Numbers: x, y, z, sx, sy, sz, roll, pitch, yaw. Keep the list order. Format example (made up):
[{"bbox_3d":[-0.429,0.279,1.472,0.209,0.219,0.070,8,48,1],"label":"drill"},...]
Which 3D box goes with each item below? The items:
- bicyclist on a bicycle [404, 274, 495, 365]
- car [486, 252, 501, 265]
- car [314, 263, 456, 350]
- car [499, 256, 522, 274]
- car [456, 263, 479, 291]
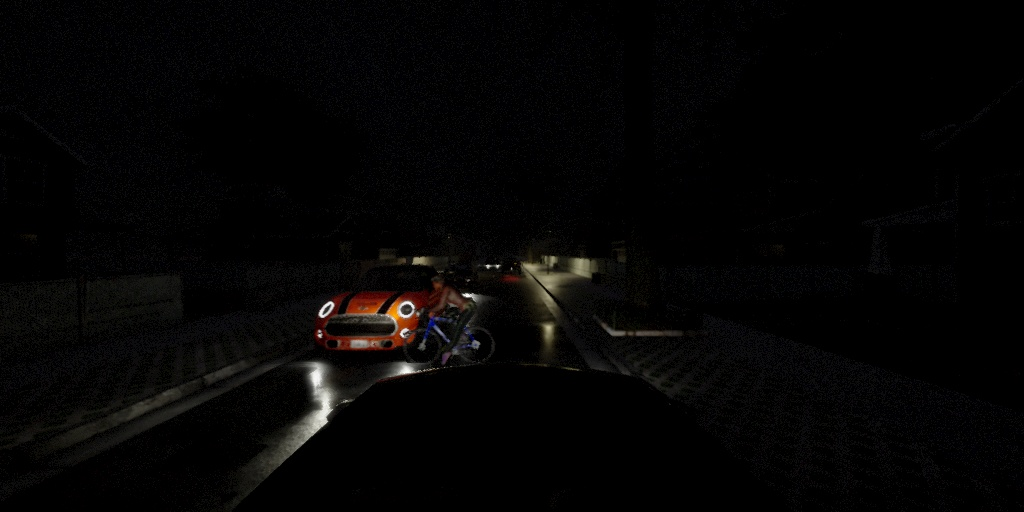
[{"bbox_3d":[-1.140,1.153,6.432,1.656,1.620,0.582,-2,1,0],"label":"bicyclist on a bicycle"},{"bbox_3d":[-3.124,0.404,60.497,2.150,2.045,5.566,0,1,0],"label":"car"},{"bbox_3d":[-2.880,1.032,8.952,2.097,1.767,4.553,0,1,0],"label":"car"},{"bbox_3d":[-0.072,0.929,35.170,1.837,1.490,4.892,0,-1,-1],"label":"car"},{"bbox_3d":[-2.944,1.116,20.605,2.033,1.411,5.357,0,1,-1],"label":"car"}]
